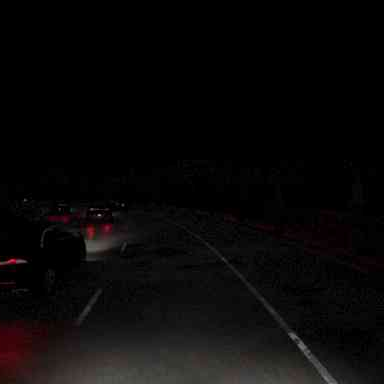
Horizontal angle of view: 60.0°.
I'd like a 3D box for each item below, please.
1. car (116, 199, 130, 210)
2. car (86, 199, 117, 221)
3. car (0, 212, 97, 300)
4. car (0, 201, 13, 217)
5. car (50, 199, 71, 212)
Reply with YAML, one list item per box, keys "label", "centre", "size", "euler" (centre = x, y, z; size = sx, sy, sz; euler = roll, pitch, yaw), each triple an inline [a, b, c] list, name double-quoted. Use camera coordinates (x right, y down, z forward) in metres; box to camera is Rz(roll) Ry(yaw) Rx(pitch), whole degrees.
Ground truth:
- label: "car"
  centre: [-9.000, 1.568, 41.460]
  size: [1.994, 1.385, 4.181]
  euler: [0, 0, -23]
- label: "car"
  centre: [-7.411, 1.497, 26.679]
  size: [2.128, 1.511, 4.902]
  euler: [0, 0, -15]
- label: "car"
  centre: [-4.022, 1.497, 8.313]
  size: [2.128, 1.511, 4.902]
  euler: [0, 0, -5]
- label: "car"
  centre: [-8.154, 1.363, 13.357]
  size: [2.097, 1.767, 4.553]
  euler: [0, 0, -8]
- label: "car"
  centre: [-13.843, 1.506, 34.974]
  size: [2.128, 1.511, 4.902]
  euler: [0, 0, -20]
